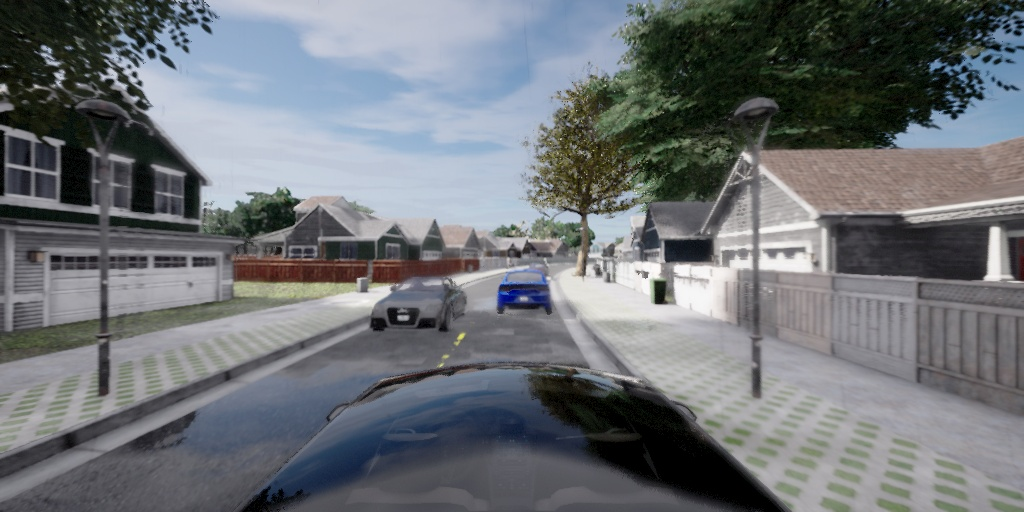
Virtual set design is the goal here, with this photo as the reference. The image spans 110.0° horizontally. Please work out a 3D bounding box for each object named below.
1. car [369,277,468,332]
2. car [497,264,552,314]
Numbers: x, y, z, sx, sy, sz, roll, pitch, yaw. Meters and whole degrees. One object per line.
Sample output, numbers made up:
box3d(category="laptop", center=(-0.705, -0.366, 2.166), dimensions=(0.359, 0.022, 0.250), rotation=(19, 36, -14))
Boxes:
box3d(category="car", center=(-2.565, 1.321, 10.758), dimensions=(1.994, 1.385, 4.181), rotation=(0, 0, 3))
box3d(category="car", center=(0.527, 1.238, 14.007), dimensions=(1.882, 1.535, 5.008), rotation=(0, 0, 3))
